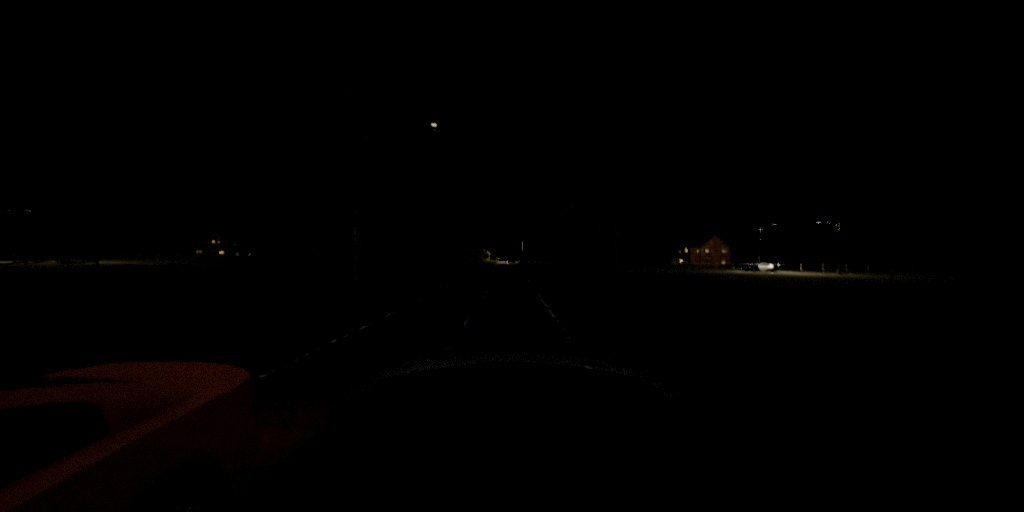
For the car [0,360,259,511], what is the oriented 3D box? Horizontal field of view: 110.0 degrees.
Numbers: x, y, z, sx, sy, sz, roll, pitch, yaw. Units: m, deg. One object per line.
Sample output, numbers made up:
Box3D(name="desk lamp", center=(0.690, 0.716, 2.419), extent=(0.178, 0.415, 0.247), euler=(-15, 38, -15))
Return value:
Box3D(name="car", center=(-2.851, 1.229, 0.605), extent=(1.882, 1.535, 5.008), euler=(0, 0, 0))
